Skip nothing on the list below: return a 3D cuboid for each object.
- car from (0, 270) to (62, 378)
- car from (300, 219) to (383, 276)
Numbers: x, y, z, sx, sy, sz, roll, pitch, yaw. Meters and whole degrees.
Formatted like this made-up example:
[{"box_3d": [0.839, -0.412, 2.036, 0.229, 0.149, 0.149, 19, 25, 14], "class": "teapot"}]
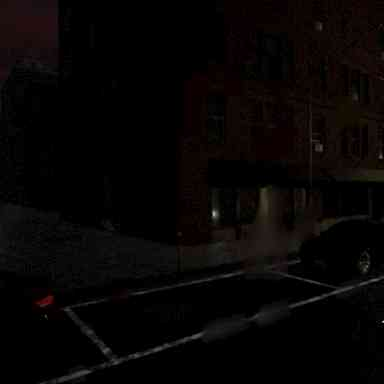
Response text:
[{"box_3d": [-3.762, 1.586, 3.852, 4.206, 1.307, 1.802, 0, 0, -35], "class": "car"}, {"box_3d": [5.198, 1.531, 10.237, 4.313, 1.339, 1.947, 0, 0, -35], "class": "car"}]
